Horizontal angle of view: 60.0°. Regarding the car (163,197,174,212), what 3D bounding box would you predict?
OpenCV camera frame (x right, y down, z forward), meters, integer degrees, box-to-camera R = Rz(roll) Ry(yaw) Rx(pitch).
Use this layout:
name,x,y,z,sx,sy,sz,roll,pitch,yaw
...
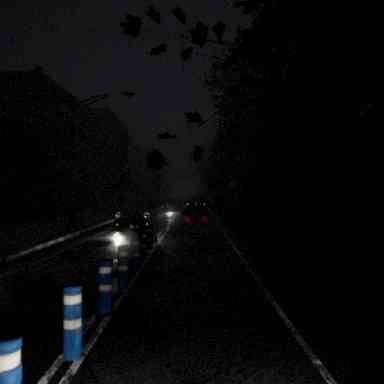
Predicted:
name,x,y,z,sx,sy,sz,roll,pitch,yaw
car,-2.970,1.293,36.041,1.837,1.490,4.892,0,0,1

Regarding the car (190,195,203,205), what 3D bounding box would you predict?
name,x,y,z,sx,sy,sz,roll,pitch,yaw
car,0.704,1.215,51.366,2.033,1.411,5.357,0,0,1

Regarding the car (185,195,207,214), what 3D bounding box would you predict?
name,x,y,z,sx,sy,sz,roll,pitch,yaw
car,0.418,1.162,32.856,2.097,1.767,4.553,0,0,1

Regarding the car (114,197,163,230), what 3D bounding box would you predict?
name,x,y,z,sx,sy,sz,roll,pitch,yaw
car,-3.218,1.249,20.016,2.097,1.767,4.553,0,0,1
